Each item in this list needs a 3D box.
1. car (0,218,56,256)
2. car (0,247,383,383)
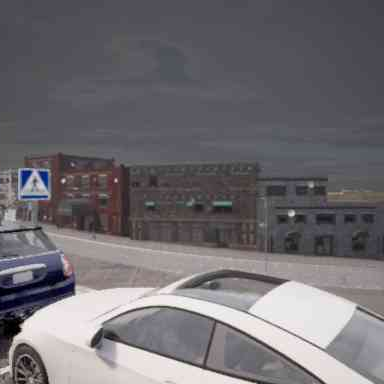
[{"bbox_3d":[-4.311,1.311,6.326,4.553,1.767,2.185,0,0,35],"label":"car"},{"bbox_3d":[0.161,1.511,3.137,4.674,1.452,2.002,0,0,35],"label":"car"}]
